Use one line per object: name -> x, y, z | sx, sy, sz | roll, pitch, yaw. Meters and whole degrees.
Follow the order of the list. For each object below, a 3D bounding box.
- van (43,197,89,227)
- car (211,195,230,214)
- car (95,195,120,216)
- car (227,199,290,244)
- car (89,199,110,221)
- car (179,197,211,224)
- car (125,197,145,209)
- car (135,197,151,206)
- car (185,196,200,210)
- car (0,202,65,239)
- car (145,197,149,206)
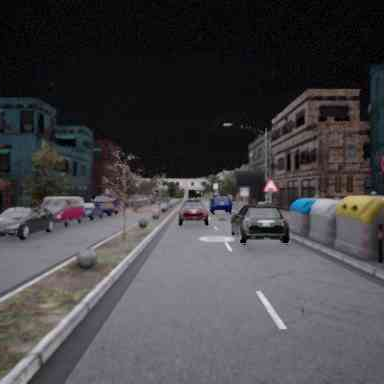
van -> -8.833, 1.299, 22.761 | 1.878, 1.987, 4.442 | 0, 0, 0
car -> 3.119, 1.334, 36.941 | 2.150, 2.045, 5.566 | 0, 0, 0
car -> -8.871, 1.327, 33.892 | 2.435, 2.045, 5.566 | 0, 0, 0
car -> 3.107, 1.377, 16.034 | 2.097, 1.767, 4.553 | 0, 0, 0
car -> -8.852, 1.589, 28.403 | 2.002, 1.452, 4.674 | 0, 0, 0
car -> 0.112, 1.406, 25.010 | 2.097, 1.767, 4.553 | 0, 0, 0
car -> -8.928, 1.709, 50.330 | 2.163, 1.488, 4.792 | 0, 0, 0
car -> -8.967, 1.744, 61.535 | 2.231, 1.521, 4.892 | 0, 0, 0
car -> 0.103, 1.489, 43.078 | 1.837, 1.490, 4.892 | 0, -5, 0
car -> -8.814, 1.509, 17.363 | 2.231, 1.521, 4.892 | 0, 0, 0
car -> -8.948, 1.713, 55.888 | 2.231, 1.521, 4.892 | 0, 0, 0
